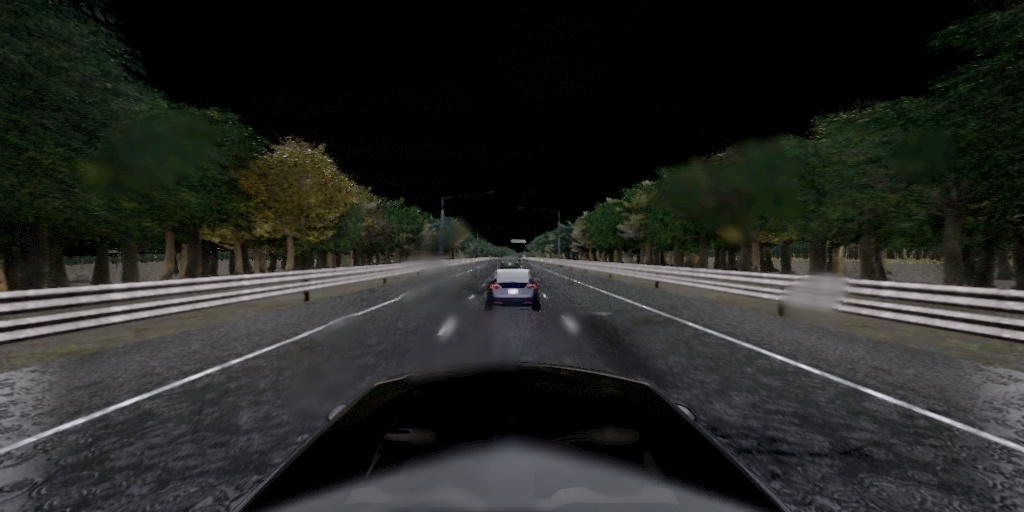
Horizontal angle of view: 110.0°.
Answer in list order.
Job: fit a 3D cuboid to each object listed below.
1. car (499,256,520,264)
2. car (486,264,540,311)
[{"bbox_3d":[-0.236,0.971,40.681,2.150,2.045,5.566,0,0,-1],"label":"car"},{"bbox_3d":[0.021,1.253,14.617,2.163,1.488,4.792,0,0,-1],"label":"car"}]
